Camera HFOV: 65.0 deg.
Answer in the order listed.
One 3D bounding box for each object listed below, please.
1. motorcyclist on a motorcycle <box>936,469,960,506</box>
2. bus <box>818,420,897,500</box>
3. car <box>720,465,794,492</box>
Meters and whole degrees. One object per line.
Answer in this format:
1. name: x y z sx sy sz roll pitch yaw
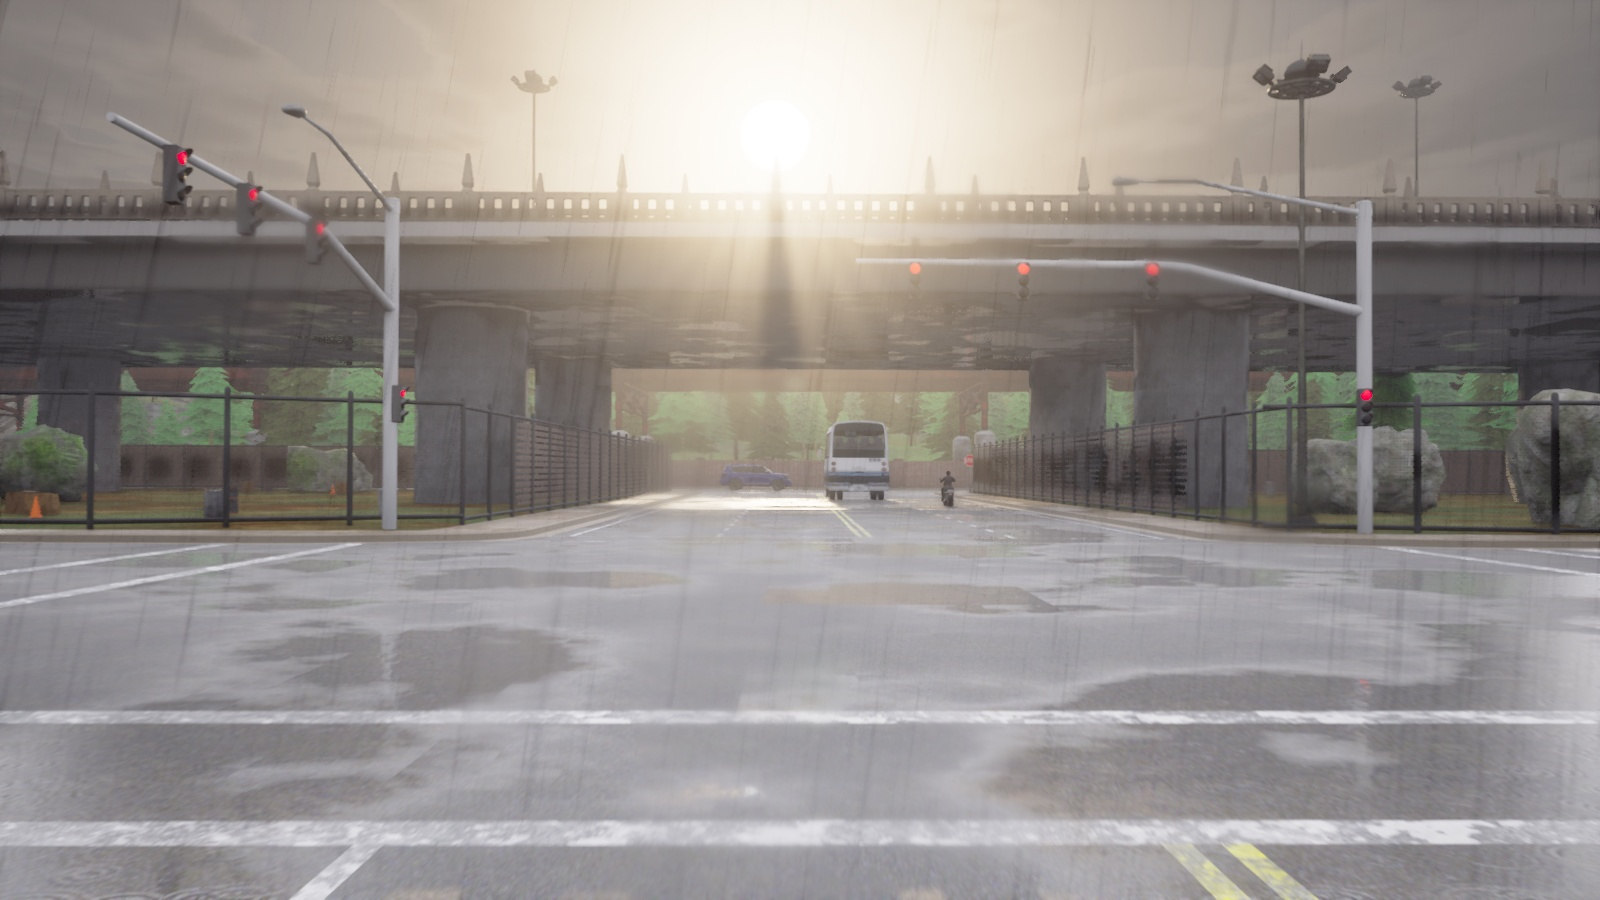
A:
1. motorcyclist on a motorcycle: 6.689 1.691 56.900 0.766 1.649 2.350 0 -1 0
2. bus: 3.104 0.625 71.664 3.944 4.253 10.273 0 -1 0
3. car: -3.294 2.168 96.878 5.566 2.045 2.150 0 -1 0
